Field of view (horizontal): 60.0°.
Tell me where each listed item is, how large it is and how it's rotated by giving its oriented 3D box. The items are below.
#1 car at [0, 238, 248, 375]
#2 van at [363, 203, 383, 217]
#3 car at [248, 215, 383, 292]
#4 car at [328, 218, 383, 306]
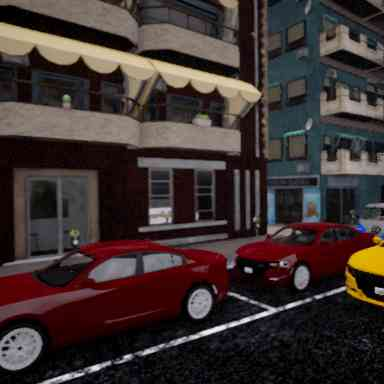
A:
[{"bbox_3d":[-1.398,1.531,5.572,4.507,1.381,1.887,-1,0,-35],"label":"car"},{"bbox_3d":[7.593,1.249,11.988,3.998,1.788,1.690,0,0,-35],"label":"van"},{"bbox_3d":[3.098,1.491,8.780,4.507,1.381,1.887,0,0,-35],"label":"car"},{"bbox_3d":[5.286,1.418,7.150,5.008,1.535,1.882,0,0,-35],"label":"car"}]
